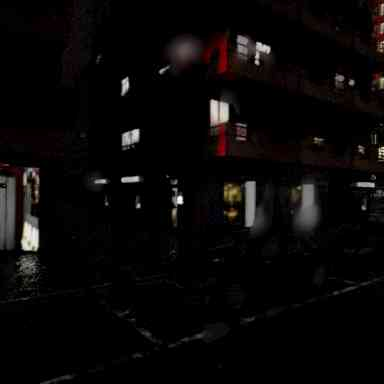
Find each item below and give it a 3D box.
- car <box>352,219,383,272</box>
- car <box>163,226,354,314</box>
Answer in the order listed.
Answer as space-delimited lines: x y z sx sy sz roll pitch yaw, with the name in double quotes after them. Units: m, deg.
5.941 1.573 10.749 4.206 1.307 1.802 0 1 -36 "car"
1.433 1.546 7.528 4.403 1.369 2.008 0 1 -36 "car"
